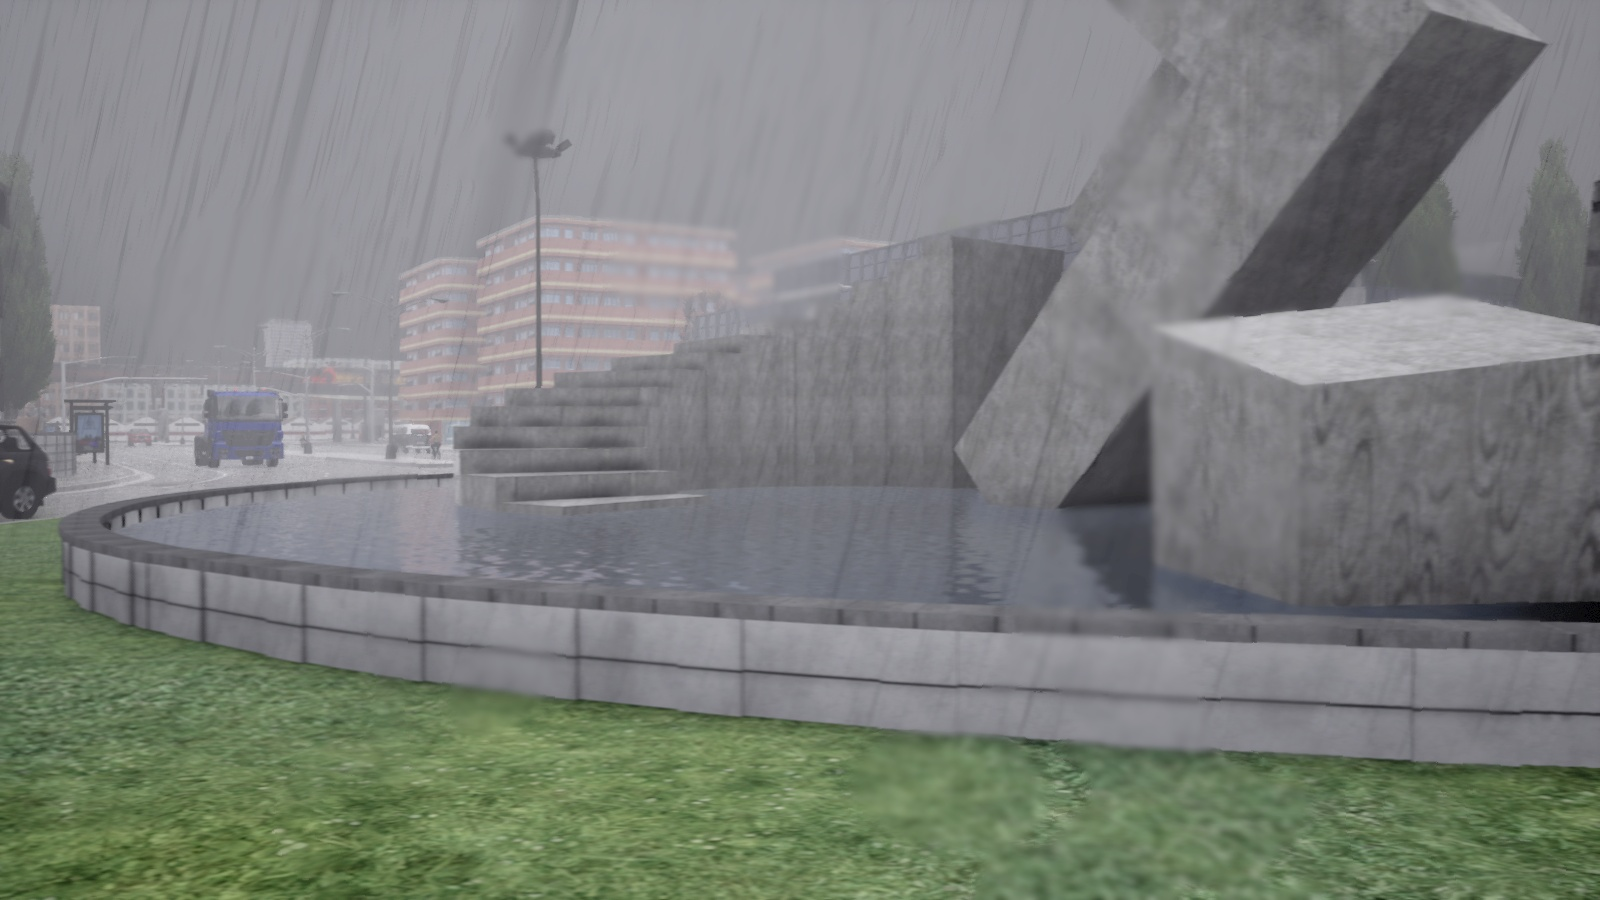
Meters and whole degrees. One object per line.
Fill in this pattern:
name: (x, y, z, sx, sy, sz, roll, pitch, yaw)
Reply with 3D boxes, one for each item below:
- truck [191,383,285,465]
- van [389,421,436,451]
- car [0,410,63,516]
truck: (-25.845, -1.178, 57.552, 2.891, 3.462, 7.936, 0, 1, -32)
van: (-27.188, -0.969, 88.122, 2.069, 2.038, 4.480, 0, 1, -32)
car: (-15.112, 0.244, 21.296, 1.932, 1.855, 4.605, 0, 1, 11)
